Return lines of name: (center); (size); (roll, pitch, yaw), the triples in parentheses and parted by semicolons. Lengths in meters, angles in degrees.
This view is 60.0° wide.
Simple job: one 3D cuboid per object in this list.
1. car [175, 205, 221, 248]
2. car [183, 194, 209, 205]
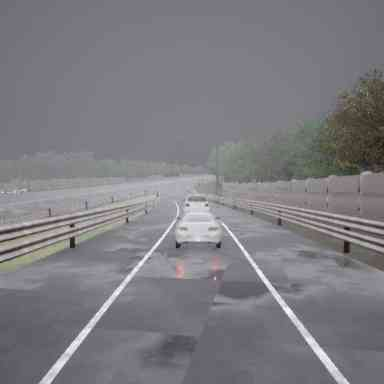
car: (0.281, 1.520, 14.563); (1.812, 1.442, 4.674); (0, 0, 1)
car: (0.374, 1.228, 29.669); (2.150, 2.045, 5.566); (0, 0, -1)
